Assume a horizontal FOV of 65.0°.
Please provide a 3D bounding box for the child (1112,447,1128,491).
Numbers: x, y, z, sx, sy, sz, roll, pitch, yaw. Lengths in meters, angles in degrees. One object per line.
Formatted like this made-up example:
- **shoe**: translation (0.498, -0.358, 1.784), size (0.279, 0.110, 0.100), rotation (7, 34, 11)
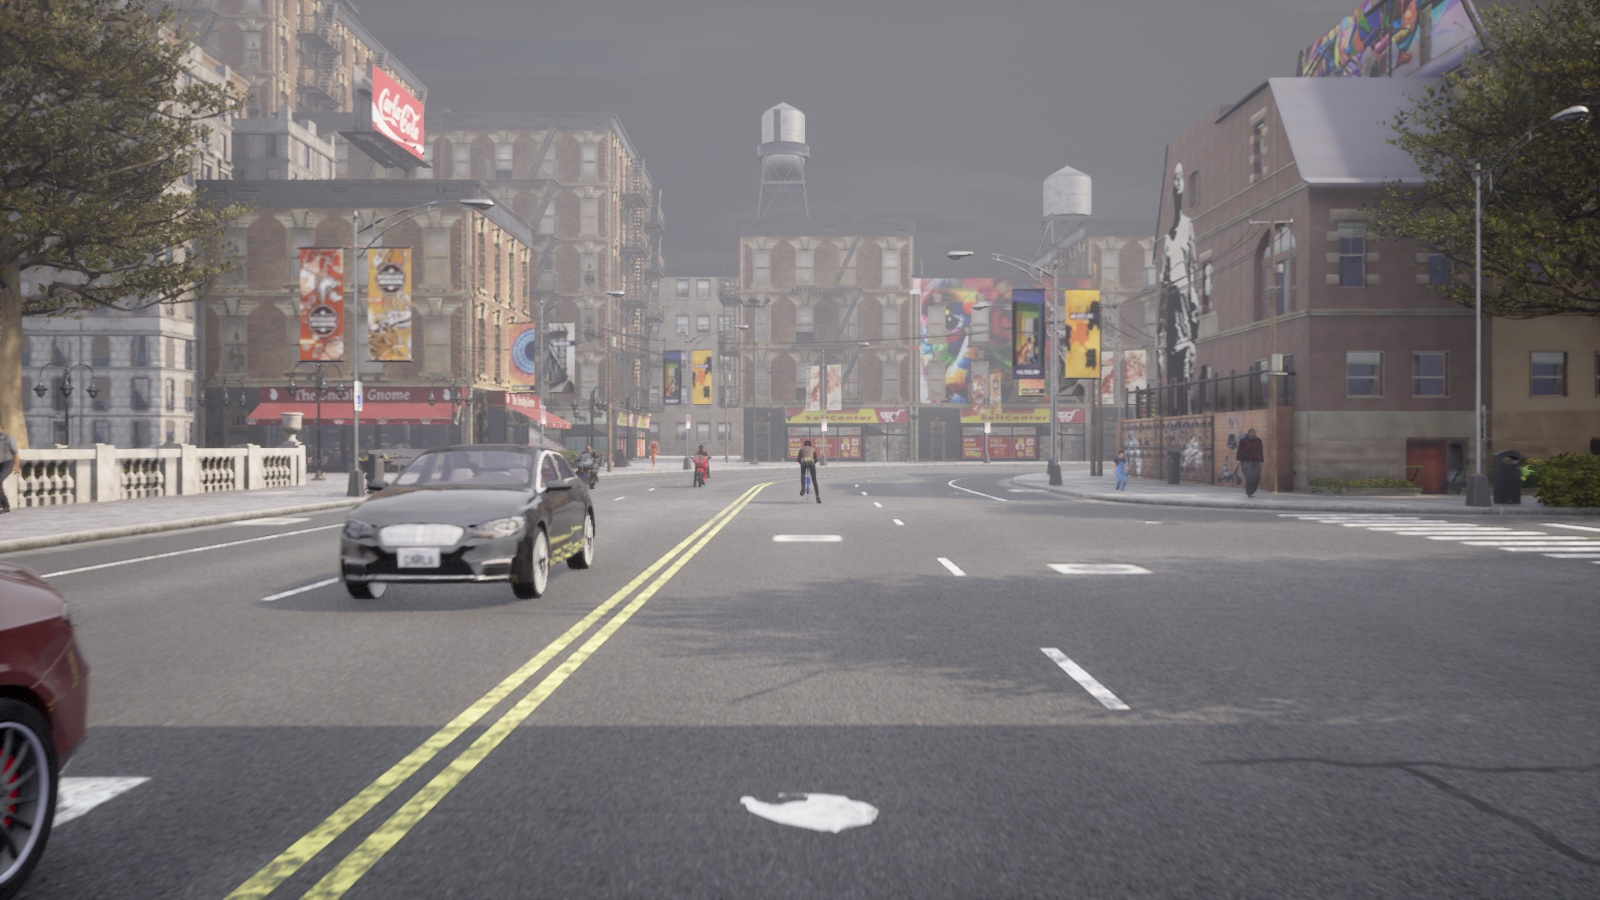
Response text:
- **child**: translation (9.246, 0.551, 36.329), size (0.270, 1.263, 0.437), rotation (0, 0, -16)

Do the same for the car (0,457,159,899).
- **car**: translation (-3.470, 0.759, 2.664), size (1.812, 1.442, 4.674), rotation (0, 0, 0)

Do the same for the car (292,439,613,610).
- **car**: translation (-3.428, 0.648, 13.529), size (2.128, 1.511, 4.902), rotation (0, 0, 0)

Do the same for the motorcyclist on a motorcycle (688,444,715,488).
- **motorcyclist on a motorcycle**: translation (-3.500, 0.554, 44.607), size (0.797, 1.523, 2.044), rotation (0, 0, 0)

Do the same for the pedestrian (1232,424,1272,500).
- **pedestrian**: translation (11.185, 0.293, 31.096), size (0.634, 1.844, 0.899), rotation (0, 0, -1)

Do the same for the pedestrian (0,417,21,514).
- **pedestrian**: translation (-15.470, 0.298, 24.183), size (0.540, 1.848, 0.694), rotation (0, 0, -5)

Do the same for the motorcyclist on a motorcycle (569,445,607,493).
- **motorcyclist on a motorcycle**: translation (-7.015, 0.616, 41.627), size (0.866, 1.530, 2.191), rotation (0, 0, 0)
